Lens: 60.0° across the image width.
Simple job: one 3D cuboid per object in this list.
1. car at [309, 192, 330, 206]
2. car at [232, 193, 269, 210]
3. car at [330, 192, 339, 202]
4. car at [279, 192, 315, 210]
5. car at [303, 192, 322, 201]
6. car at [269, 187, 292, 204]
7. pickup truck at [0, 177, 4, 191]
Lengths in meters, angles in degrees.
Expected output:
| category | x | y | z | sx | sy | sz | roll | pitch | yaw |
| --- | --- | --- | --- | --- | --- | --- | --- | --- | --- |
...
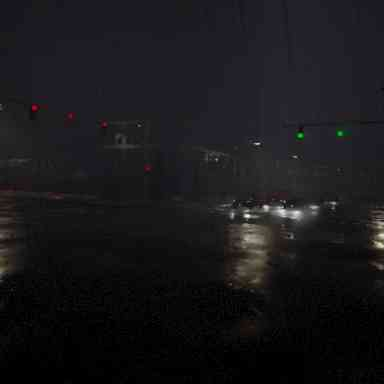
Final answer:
| category | x | y | z | sx | sy | sz | roll | pitch | yaw |
| --- | --- | --- | --- | --- | --- | --- | --- | --- | --- |
| car | 15.515 | 0.871 | 41.904 | 2.128 | 1.511 | 4.902 | 3 | 2 | 31 |
| car | 5.529 | 0.836 | 32.072 | 1.812 | 1.442 | 4.674 | 3 | 2 | 31 |
| car | 22.286 | 0.812 | 53.104 | 1.837 | 1.490 | 4.892 | 3 | 1 | 32 |
| car | 10.820 | 1.033 | 34.092 | 1.895 | 1.301 | 4.718 | 3 | 2 | 31 |
| car | 20.848 | 0.689 | 57.438 | 2.033 | 1.411 | 5.357 | 3 | 2 | 31 |
| car | 10.868 | 0.468 | 40.941 | 2.150 | 2.045 | 5.566 | 3 | 2 | 31 |
| pickup truck | -29.891 | -1.301 | 50.495 | 2.390 | 2.098 | 6.274 | 1 | 2 | -29 |
